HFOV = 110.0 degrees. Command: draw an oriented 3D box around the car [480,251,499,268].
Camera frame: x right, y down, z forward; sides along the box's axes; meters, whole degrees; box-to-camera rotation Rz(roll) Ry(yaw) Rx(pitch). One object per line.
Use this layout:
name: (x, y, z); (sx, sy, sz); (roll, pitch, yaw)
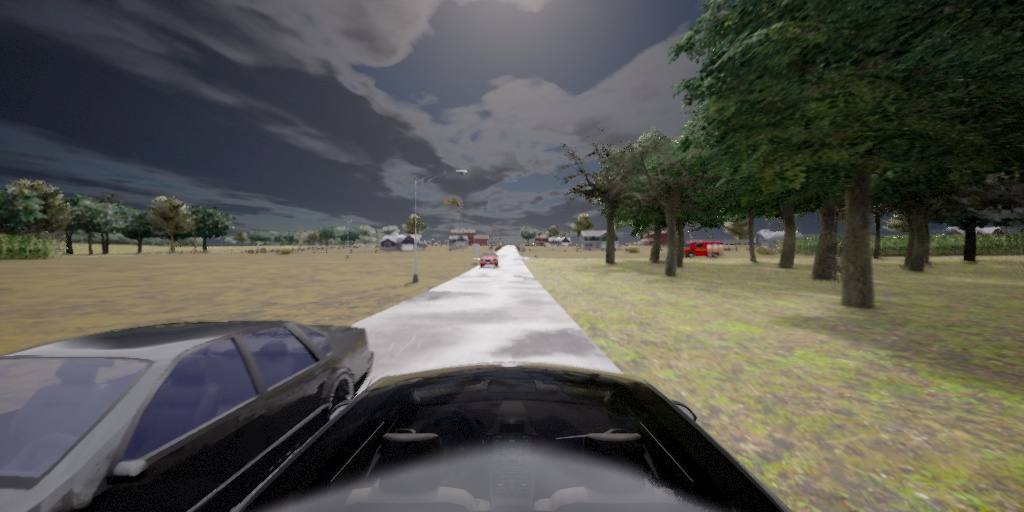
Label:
car: (-2.828, 0.426, 45.440); (2.150, 2.045, 5.566); (0, 1, 0)

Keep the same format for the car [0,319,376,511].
car: (-2.851, 1.298, 2.804); (2.033, 1.411, 5.357); (0, 0, 0)
